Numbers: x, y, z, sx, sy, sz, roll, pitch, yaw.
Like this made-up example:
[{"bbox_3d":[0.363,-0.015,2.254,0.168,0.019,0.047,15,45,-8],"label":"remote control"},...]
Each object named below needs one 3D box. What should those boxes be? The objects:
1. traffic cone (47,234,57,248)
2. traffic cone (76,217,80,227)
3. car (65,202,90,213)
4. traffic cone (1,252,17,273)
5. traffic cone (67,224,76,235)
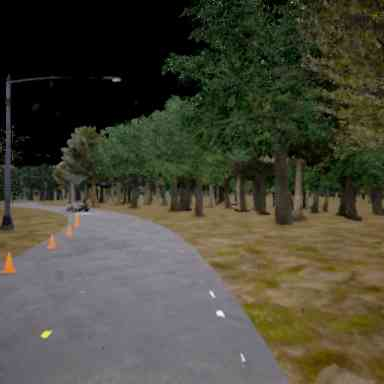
[{"bbox_3d":[-6.274,2.183,14.924,0.340,0.580,0.340,0,-1,-10],"label":"traffic cone"},{"bbox_3d":[-8.453,2.294,24.389,0.340,0.580,0.340,0,-1,-16],"label":"traffic cone"},{"bbox_3d":[-15.839,2.072,45.817,2.033,1.411,5.357,1,-1,-37],"label":"car"},{"bbox_3d":[-5.557,2.121,10.119,0.340,0.580,0.340,0,-1,-7],"label":"traffic cone"},{"bbox_3d":[-7.241,2.241,19.685,0.340,0.580,0.340,0,-1,-13],"label":"traffic cone"}]
